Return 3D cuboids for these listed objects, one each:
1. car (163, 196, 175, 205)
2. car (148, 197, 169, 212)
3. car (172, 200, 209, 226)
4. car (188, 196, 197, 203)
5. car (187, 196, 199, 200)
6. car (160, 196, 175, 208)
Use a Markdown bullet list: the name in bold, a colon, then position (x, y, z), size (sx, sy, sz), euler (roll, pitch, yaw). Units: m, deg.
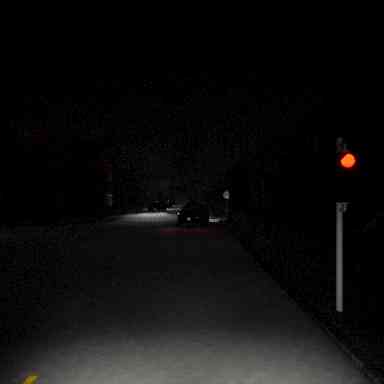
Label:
- **car**: position (-4.041, 1.526, 58.502), size (1.812, 1.442, 4.674), euler (0, 0, 0)
- **car**: position (-4.090, 1.601, 39.385), size (1.895, 1.301, 4.718), euler (0, 0, 0)
- **car**: position (0.107, 1.526, 23.360), size (1.812, 1.442, 4.674), euler (1, 0, 8)
- **car**: position (0.059, 1.680, 74.403), size (1.837, 1.490, 4.892), euler (0, 0, 0)
- **car**: position (0.127, 1.547, 57.535), size (2.033, 1.411, 5.357), euler (0, 0, 0)
- **car**: position (-4.076, 1.352, 48.348), size (2.097, 1.767, 4.553), euler (0, 0, 0)
